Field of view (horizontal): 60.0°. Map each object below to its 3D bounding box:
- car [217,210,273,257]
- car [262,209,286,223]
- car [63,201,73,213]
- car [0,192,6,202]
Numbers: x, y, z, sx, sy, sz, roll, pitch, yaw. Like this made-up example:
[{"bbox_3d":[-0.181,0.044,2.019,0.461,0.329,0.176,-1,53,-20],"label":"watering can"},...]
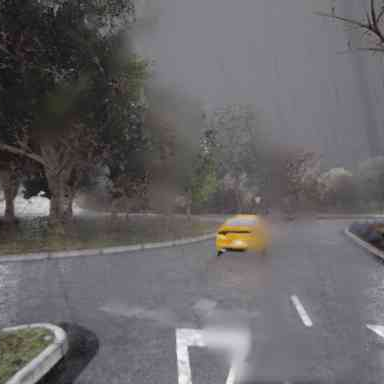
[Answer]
[{"bbox_3d":[2.326,1.736,14.337,1.882,1.535,5.008,0,-2,15],"label":"car"},{"bbox_3d":[7.553,2.332,32.857,1.994,1.385,4.181,1,-2,-13],"label":"car"},{"bbox_3d":[-20.665,2.387,53.247,2.150,2.045,5.566,1,-1,-34],"label":"car"},{"bbox_3d":[-45.274,1.575,77.462,1.946,1.575,5.366,1,2,-20],"label":"car"}]
